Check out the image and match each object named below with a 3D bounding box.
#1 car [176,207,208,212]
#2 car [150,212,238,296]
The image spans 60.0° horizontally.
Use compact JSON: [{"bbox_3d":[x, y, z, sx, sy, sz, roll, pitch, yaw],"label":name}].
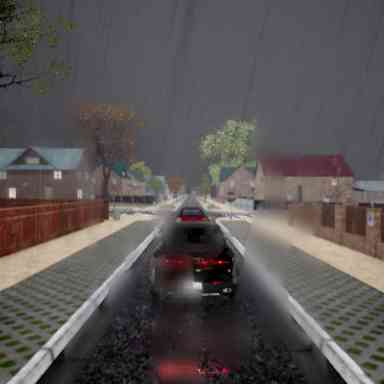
[{"bbox_3d":[-0.014,1.563,19.383,1.994,1.385,4.181,0,0,0],"label":"car"},{"bbox_3d":[0.048,1.502,8.592,1.837,1.490,4.892,0,0,0],"label":"car"}]
